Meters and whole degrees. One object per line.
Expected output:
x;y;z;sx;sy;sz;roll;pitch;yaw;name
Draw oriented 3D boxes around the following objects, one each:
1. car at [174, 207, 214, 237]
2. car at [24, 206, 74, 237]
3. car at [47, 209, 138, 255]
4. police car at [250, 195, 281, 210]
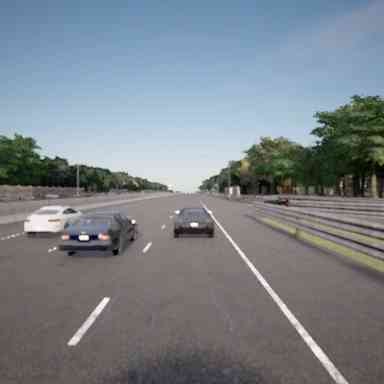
0.096;1.461;17.380;1.994;1.385;4.181;0;0;0;car
-6.904;1.424;17.223;1.812;1.442;4.674;0;0;0;car
-3.403;1.470;12.981;2.033;1.411;5.357;0;0;0;car
8.502;1.129;39.186;1.930;1.638;5.238;-2;1;-17;police car
